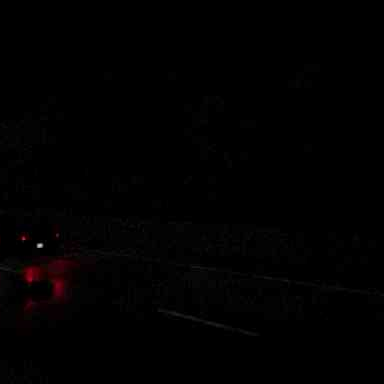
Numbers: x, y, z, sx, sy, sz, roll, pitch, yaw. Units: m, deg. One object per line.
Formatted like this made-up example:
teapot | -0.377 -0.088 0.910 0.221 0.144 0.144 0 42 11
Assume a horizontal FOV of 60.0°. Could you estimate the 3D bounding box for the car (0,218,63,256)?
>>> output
car | -7.464 1.706 13.694 4.718 1.301 1.895 0 0 36
